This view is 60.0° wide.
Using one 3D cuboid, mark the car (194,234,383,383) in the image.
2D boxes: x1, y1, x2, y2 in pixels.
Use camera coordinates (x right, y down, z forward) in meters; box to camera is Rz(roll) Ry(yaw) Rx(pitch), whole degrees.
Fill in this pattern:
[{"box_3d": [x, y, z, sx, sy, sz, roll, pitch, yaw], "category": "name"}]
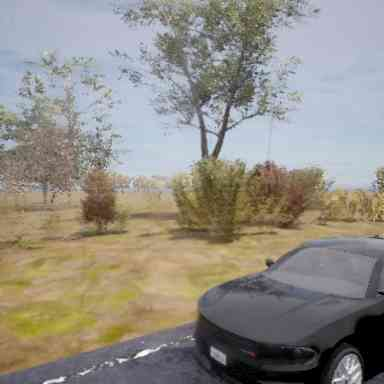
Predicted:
[{"box_3d": [2.335, 1.457, 4.953, 5.008, 1.535, 1.882, 0, 0, -35], "category": "car"}]
